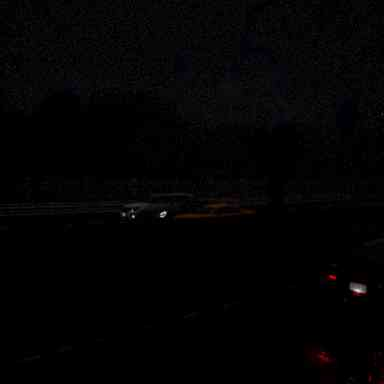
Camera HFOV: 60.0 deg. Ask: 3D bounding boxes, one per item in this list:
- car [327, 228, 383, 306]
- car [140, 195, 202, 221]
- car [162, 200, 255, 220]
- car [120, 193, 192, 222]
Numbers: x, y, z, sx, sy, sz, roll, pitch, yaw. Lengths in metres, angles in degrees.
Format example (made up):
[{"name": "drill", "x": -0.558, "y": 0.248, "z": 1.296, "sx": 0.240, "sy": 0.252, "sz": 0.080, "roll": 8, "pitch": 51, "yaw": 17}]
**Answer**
[{"name": "car", "x": 4.758, "y": 1.473, "z": 7.078, "sx": 4.674, "sy": 1.442, "sz": 1.812, "roll": -1, "pitch": 0, "yaw": -35}, {"name": "car", "x": -0.557, "y": 1.262, "z": 20.679, "sx": 4.553, "sy": 1.767, "sz": 2.097, "roll": -1, "pitch": 0, "yaw": -35}, {"name": "car", "x": 1.197, "y": 1.392, "z": 17.638, "sx": 5.008, "sy": 1.535, "sz": 1.882, "roll": -1, "pitch": 0, "yaw": -35}, {"name": "car", "x": -2.275, "y": 1.126, "z": 23.755, "sx": 5.566, "sy": 2.045, "sz": 2.150, "roll": -1, "pitch": 0, "yaw": -35}]
